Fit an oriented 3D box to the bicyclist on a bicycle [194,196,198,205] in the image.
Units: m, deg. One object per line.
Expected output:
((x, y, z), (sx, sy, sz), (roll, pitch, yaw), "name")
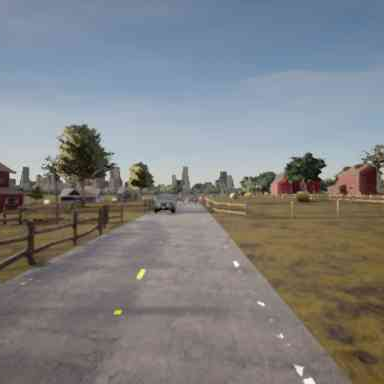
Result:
((0.748, 1.623, 63.671), (0.866, 1.612, 1.509), (0, -1, 0), "bicyclist on a bicycle")

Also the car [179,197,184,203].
((-2.762, 1.764, 76.490), (1.994, 1.385, 4.181), (0, -1, 0), "car")

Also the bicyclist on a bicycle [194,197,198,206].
((0.748, 1.560, 53.952), (0.582, 1.620, 1.656), (0, -1, 0), "bicyclist on a bicycle")

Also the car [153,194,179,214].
((-2.848, 1.233, 35.990), (2.150, 2.045, 5.566), (0, 0, 0), "car")

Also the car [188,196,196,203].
((-0.013, 1.875, 82.056), (2.033, 1.411, 5.357), (0, -1, 0), "car")
